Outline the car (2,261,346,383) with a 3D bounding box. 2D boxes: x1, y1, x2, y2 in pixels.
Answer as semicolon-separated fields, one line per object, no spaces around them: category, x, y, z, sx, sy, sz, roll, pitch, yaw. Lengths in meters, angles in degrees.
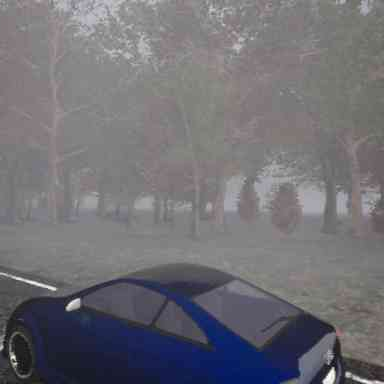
car;-0.454;1.589;4.028;4.181;1.385;1.994;-1;0;36
